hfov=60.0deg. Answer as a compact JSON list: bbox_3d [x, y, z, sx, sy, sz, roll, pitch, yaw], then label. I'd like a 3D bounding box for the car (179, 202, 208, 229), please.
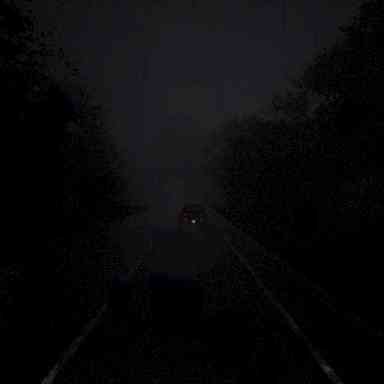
[{"bbox_3d":[0.099,1.666,23.309,2.128,1.511,4.902,0,-1,0],"label":"car"}]

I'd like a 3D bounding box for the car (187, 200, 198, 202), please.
[{"bbox_3d":[0.099,1.774,41.106,1.882,1.535,5.008,0,-1,0],"label":"car"}]

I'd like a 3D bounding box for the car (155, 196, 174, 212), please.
[{"bbox_3d":[-3.588,1.541,44.345,2.150,2.045,5.566,0,-1,0],"label":"car"}]
